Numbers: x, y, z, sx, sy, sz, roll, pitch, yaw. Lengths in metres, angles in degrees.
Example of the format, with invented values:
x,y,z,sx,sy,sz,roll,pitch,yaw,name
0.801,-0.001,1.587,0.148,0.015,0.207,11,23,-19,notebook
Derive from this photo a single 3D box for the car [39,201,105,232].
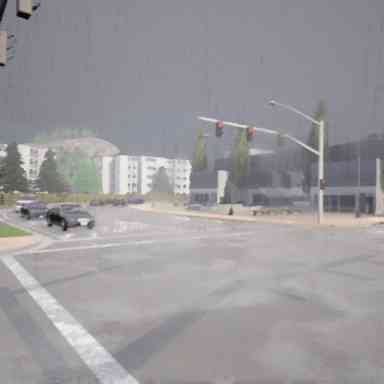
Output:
x,y,z,sx,sy,sz,roll,pitch,yaw,name
-7.735,1.558,21.053,2.128,1.511,4.902,1,0,-39,car

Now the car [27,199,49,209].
x,y,z,sx,sy,sz,roll,pitch,yaw,name
-21.961,1.712,47.592,1.895,1.301,4.718,1,0,-11,car

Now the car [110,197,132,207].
x,y,z,sx,sy,sz,roll,pitch,yaw,name
-12.417,1.777,58.407,1.837,1.490,4.892,1,0,-1,car

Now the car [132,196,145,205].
x,y,z,sx,sy,sz,roll,pitch,yaw,name
-11.305,1.701,68.171,2.097,1.767,4.553,0,0,17,car

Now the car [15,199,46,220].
x,y,z,sx,sy,sz,roll,pitch,yaw,name
-13.659,1.612,29.004,2.033,1.411,5.357,1,0,-35,car

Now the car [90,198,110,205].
x,y,z,sx,sy,sz,roll,pitch,yaw,name
-15.850,1.716,56.097,2.128,1.511,4.902,1,0,-4,car

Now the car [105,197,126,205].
x,y,z,sx,sy,sz,roll,pitch,yaw,name
-15.153,1.775,66.128,1.882,1.535,5.008,0,0,14,car

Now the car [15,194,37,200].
x,y,z,sx,sy,sz,roll,pitch,yaw,name
-18.771,1.297,37.937,2.150,2.045,5.566,1,0,-23,car
